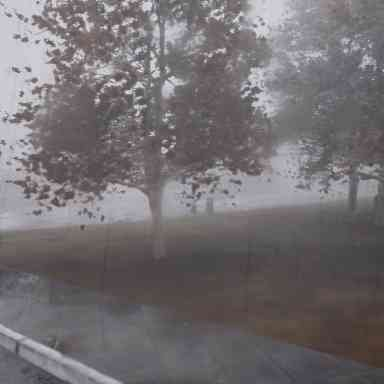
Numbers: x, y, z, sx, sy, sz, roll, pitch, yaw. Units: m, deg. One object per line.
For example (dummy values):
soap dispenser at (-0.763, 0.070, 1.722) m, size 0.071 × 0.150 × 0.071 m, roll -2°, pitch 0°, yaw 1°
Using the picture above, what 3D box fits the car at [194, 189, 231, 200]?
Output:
car at (2.751, 0.267, 44.546) m, size 5.357 × 1.411 × 2.033 m, roll -3°, pitch 3°, yaw -30°
